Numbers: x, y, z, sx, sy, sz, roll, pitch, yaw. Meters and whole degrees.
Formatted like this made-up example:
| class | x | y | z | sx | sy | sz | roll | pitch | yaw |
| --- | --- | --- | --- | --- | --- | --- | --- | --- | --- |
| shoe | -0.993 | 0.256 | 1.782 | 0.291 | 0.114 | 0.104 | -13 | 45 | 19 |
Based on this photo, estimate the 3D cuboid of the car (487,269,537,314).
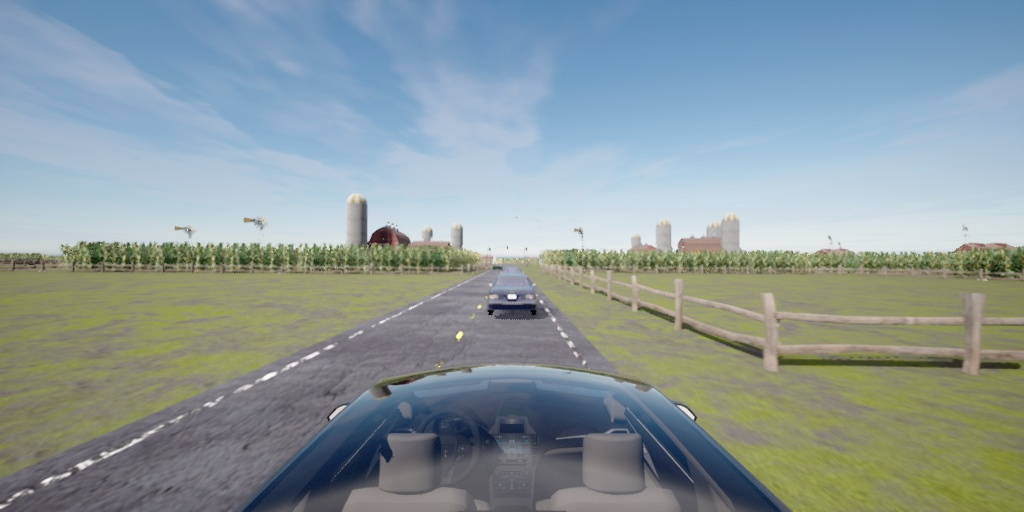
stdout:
| class | x | y | z | sx | sy | sz | roll | pitch | yaw |
| --- | --- | --- | --- | --- | --- | --- | --- | --- | --- |
| car | 0.014 | 1.429 | 14.409 | 2.033 | 1.411 | 5.357 | 0 | -1 | 0 |

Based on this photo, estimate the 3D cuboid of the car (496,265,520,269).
| class | x | y | z | sx | sy | sz | roll | pitch | yaw |
| --- | --- | --- | --- | --- | --- | --- | --- | --- | --- |
| car | 0.018 | 1.594 | 29.406 | 2.033 | 1.411 | 5.357 | 0 | -1 | 0 |
